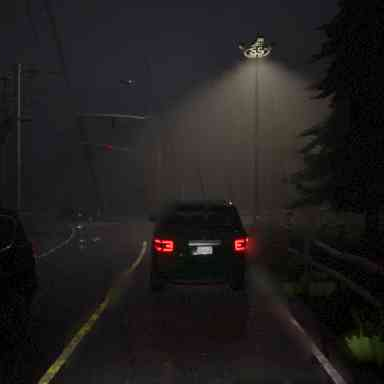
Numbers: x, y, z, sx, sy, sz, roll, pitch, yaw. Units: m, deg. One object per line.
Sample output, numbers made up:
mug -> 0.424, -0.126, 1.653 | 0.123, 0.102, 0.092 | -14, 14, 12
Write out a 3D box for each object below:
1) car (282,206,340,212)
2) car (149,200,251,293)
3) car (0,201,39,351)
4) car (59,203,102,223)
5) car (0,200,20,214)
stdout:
car -> 10.708, 1.627, 30.182 | 4.718, 1.301, 1.895 | 0, 0, 0
car -> 0.010, 1.221, 9.105 | 2.150, 2.045, 5.566 | 0, 0, -5
car -> -3.600, 1.221, 3.259 | 2.150, 2.045, 5.566 | 0, 0, 0
car -> -8.849, 1.548, 26.027 | 2.033, 1.411, 5.357 | 0, 0, -36
car -> -20.837, 1.564, 35.676 | 4.181, 1.385, 1.994 | 0, 0, 21
